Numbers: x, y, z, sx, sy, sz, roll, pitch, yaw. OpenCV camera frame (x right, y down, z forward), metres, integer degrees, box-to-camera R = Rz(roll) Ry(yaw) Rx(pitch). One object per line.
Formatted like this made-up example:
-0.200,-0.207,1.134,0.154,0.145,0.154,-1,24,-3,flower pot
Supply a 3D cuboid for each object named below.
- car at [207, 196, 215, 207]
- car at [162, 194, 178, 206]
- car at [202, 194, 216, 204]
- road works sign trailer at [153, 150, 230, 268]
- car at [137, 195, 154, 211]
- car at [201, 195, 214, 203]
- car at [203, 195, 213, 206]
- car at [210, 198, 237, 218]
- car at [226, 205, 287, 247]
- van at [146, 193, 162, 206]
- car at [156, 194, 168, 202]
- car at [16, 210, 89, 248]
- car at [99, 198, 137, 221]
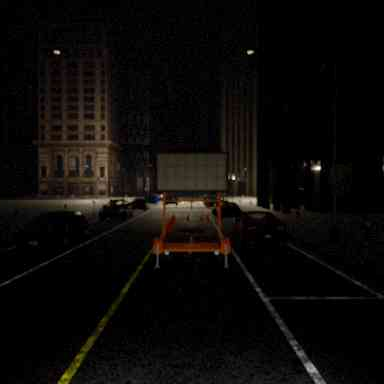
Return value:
2.744,1.388,31.243,1.947,1.339,4.313,0,0,0,car
-3.081,1.185,49.748,1.882,1.535,5.008,0,0,0,car
2.732,1.122,53.806,1.967,1.590,4.097,0,0,0,car
-0.005,0.402,11.049,2.380,3.560,2.880,0,0,0,road works sign trailer
-5.784,1.354,36.878,1.947,1.339,4.313,0,0,0,car
2.729,1.197,59.447,2.008,1.369,4.403,0,0,0,car
2.737,1.278,42.694,1.752,1.417,4.829,0,0,0,car
2.747,1.407,25.602,2.008,1.369,4.403,0,0,0,car
2.753,1.465,14.321,1.887,1.381,4.507,0,0,0,car
-5.791,1.059,48.158,1.690,1.788,3.998,0,0,0,van
-5.800,1.159,65.082,2.008,1.369,4.403,0,0,0,car
-5.773,1.485,14.314,1.947,1.339,4.313,0,0,0,car
-5.779,1.295,25.595,1.967,1.590,4.097,0,0,0,car
